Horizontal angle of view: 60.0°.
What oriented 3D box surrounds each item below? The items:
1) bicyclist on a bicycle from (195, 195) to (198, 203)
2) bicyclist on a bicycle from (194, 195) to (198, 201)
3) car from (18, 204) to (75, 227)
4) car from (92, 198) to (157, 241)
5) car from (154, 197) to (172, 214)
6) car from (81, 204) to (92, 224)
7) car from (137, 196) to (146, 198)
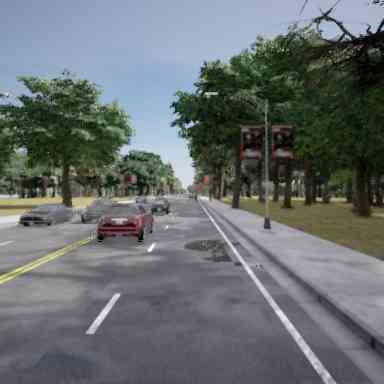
[{"bbox_3d":[0.909,1.427,69.362,0.582,1.620,1.656,0,0,0],"label":"bicyclist on a bicycle"},{"bbox_3d":[0.906,1.411,78.363,0.866,1.612,1.509,0,0,0],"label":"bicyclist on a bicycle"},{"bbox_3d":[-9.844,1.528,23.036,2.033,1.411,5.357,0,0,0],"label":"car"},{"bbox_3d":[-3.149,1.338,16.577,2.097,1.767,4.553,0,0,0],"label":"car"},{"bbox_3d":[-3.145,1.499,34.205,1.812,1.442,4.674,0,0,0],"label":"car"},{"bbox_3d":[-6.594,1.332,24.639,2.097,1.767,4.553,0,0,0],"label":"car"},{"bbox_3d":[-9.754,1.470,64.146,2.128,1.511,4.902,0,0,0],"label":"car"}]
